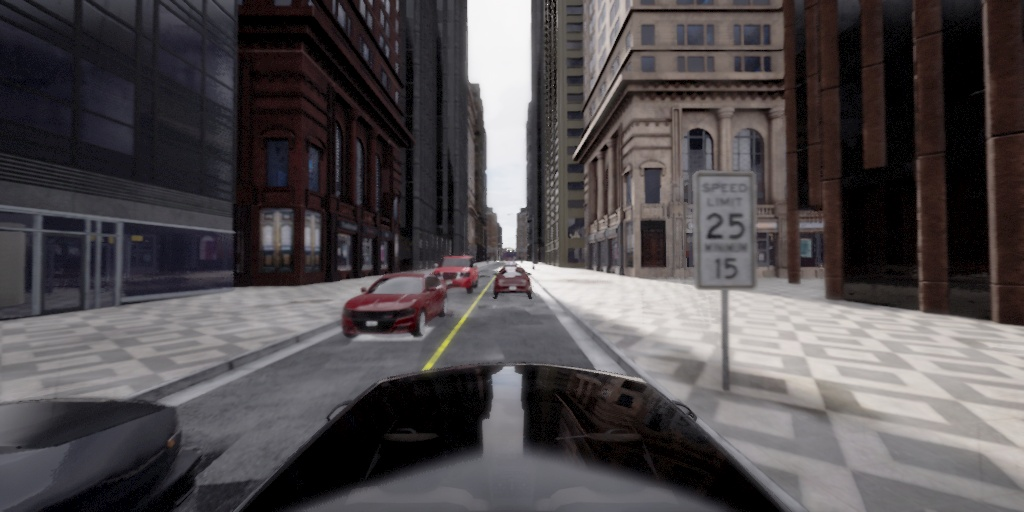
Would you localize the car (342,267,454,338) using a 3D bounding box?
[{"bbox_3d":[-3.134,1.242,10.512,1.882,1.535,5.008,0,0,0],"label":"car"}]

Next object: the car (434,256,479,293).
[{"bbox_3d":[-3.184,0.995,21.025,2.150,2.045,5.566,0,0,0],"label":"car"}]

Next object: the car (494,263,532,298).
[{"bbox_3d":[0.025,1.285,18.494,1.812,1.442,4.674,0,0,0],"label":"car"}]

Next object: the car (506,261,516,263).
[{"bbox_3d":[-0.129,1.347,47.442,2.033,1.411,5.357,0,0,0],"label":"car"}]
